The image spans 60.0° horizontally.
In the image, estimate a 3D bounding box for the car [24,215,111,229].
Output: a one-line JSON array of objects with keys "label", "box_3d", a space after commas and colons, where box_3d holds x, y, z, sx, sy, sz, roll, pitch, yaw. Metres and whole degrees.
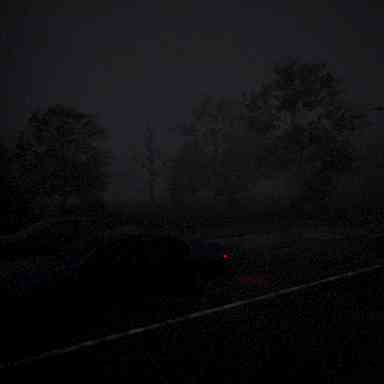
[{"label": "car", "box_3d": [-3.888, 1.475, 9.773, 5.008, 1.535, 1.882, 0, 0, -35]}]

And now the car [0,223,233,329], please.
[{"label": "car", "box_3d": [-1.596, 1.545, 7.109, 5.357, 1.411, 2.033, 0, 0, -35]}]
